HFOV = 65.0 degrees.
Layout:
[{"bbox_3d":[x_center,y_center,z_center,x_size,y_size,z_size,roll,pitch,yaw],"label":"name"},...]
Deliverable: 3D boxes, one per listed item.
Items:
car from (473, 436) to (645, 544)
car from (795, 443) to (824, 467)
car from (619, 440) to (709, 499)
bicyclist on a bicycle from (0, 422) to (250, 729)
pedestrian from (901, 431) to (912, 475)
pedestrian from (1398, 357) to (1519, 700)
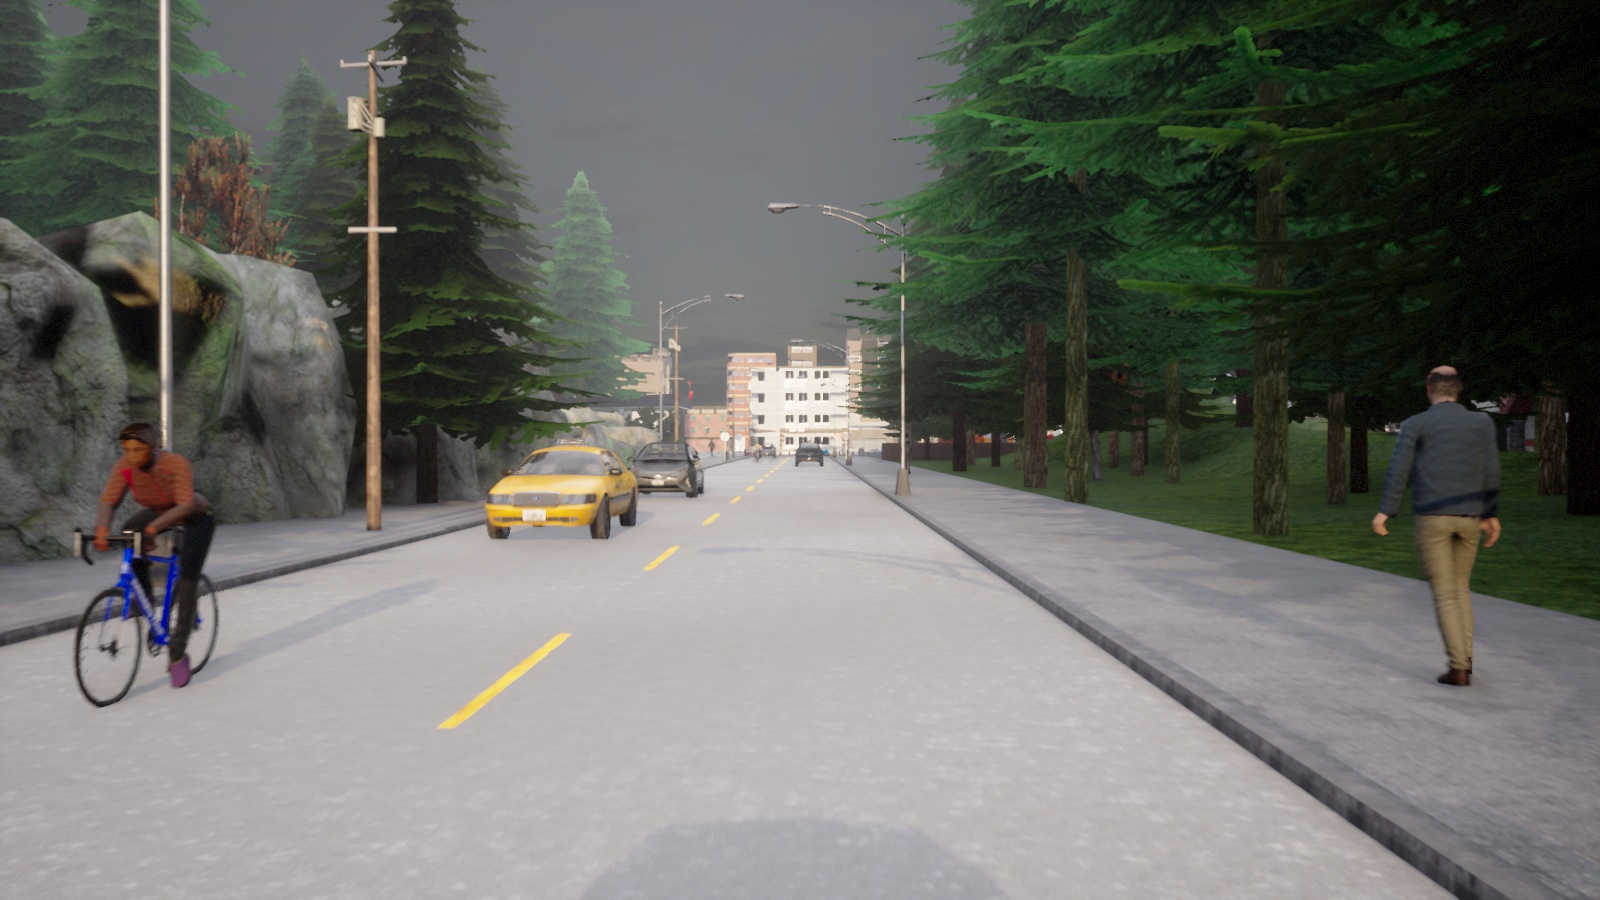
[{"bbox_3d":[-3.837,0.563,20.920,1.801,1.575,5.366,0,0,0],"label":"car"},{"bbox_3d":[0.600,0.289,82.101,1.837,1.490,4.892,0,0,0],"label":"car"},{"bbox_3d":[-3.735,0.490,35.187,2.007,1.525,4.514,0,1,0],"label":"car"},{"bbox_3d":[-3.933,0.654,7.462,0.582,1.620,1.656,0,1,0],"label":"bicyclist on a bicycle"},{"bbox_3d":[4.730,0.146,55.772,0.396,1.930,0.692,0,0,-6],"label":"pedestrian"},{"bbox_3d":[3.713,0.419,7.120,0.402,1.842,0.726,0,0,10],"label":"pedestrian"}]
